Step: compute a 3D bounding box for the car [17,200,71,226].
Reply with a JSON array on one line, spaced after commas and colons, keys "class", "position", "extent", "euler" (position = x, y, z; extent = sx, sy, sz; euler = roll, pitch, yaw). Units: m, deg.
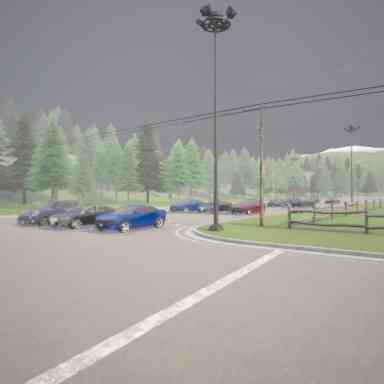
[{"class": "car", "position": [-9.697, 1.391, 23.305], "extent": [2.097, 1.767, 4.553], "euler": [0, 0, 32]}]

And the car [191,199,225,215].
[{"class": "car", "position": [2.438, 1.526, 34.983], "extent": [2.128, 1.511, 4.902], "euler": [0, 0, 36]}]

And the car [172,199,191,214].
[{"class": "car", "position": [-0.408, 1.518, 37.020], "extent": [1.882, 1.535, 5.008], "euler": [0, 0, 36]}]

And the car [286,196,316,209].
[{"class": "car", "position": [15.316, 1.629, 46.555], "extent": [1.895, 1.301, 4.718], "euler": [0, 0, 36]}]

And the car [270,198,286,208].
[{"class": "car", "position": [12.498, 1.598, 48.625], "extent": [1.994, 1.385, 4.181], "euler": [0, 0, 36]}]

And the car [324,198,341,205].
[{"class": "car", "position": [25.404, 1.695, 60.083], "extent": [1.895, 1.301, 4.718], "euler": [0, 0, 36]}]

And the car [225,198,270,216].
[{"class": "car", "position": [5.697, 1.505, 33.507], "extent": [1.882, 1.535, 5.008], "euler": [0, 0, 36]}]

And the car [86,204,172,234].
[{"class": "car", "position": [-3.557, 1.504, 19.949], "extent": [1.882, 1.535, 5.008], "euler": [0, 0, 32]}]

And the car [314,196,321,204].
[{"class": "car", "position": [22.604, 1.562, 62.184], "extent": [2.128, 1.511, 4.902], "euler": [0, 0, 36]}]

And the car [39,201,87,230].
[{"class": "car", "position": [-6.795, 1.525, 21.362], "extent": [2.128, 1.511, 4.902], "euler": [0, 0, 32]}]

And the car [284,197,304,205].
[{"class": "car", "position": [19.787, 1.643, 64.261], "extent": [2.033, 1.411, 5.357], "euler": [0, 0, 36]}]

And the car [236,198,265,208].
[{"class": "car", "position": [8.709, 1.588, 49.392], "extent": [2.033, 1.411, 5.357], "euler": [0, 0, 36]}]
